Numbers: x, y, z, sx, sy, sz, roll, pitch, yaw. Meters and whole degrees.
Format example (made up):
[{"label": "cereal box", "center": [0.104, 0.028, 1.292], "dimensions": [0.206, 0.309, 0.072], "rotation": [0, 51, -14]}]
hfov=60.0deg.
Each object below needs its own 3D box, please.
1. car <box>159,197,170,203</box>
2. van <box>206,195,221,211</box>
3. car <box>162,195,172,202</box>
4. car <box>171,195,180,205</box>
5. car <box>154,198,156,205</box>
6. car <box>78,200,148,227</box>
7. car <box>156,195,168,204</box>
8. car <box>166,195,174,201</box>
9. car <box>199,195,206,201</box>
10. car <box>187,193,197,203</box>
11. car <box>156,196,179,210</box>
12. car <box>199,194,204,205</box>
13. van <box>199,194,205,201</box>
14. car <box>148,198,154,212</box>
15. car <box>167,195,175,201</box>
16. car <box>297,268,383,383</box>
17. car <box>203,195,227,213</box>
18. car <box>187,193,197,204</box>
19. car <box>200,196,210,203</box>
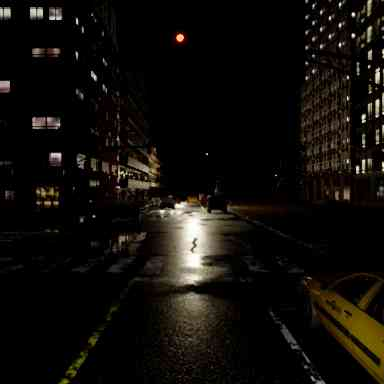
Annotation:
[{"label": "car", "center": [-5.696, 1.638, 69.509], "dimensions": [1.802, 1.307, 4.206], "rotation": [0, 0, 0]}, {"label": "van", "center": [2.684, 1.357, 41.875], "dimensions": [1.690, 1.788, 3.998], "rotation": [0, 0, 0]}, {"label": "car", "center": [-5.697, 1.505, 75.035], "dimensions": [1.967, 1.590, 4.097], "rotation": [0, 0, 0]}, {"label": "car", "center": [-3.079, 1.565, 59.516], "dimensions": [1.812, 1.442, 4.674], "rotation": [0, 0, 0]}, {"label": "car", "center": [-5.695, 1.580, 52.928], "dimensions": [2.008, 1.369, 4.403], "rotation": [0, 0, 0]}, {"label": "car", "center": [-5.739, 1.540, 23.581], "dimensions": [2.128, 1.511, 4.902], "rotation": [0, 1, 35]}, {"label": "car", "center": [-5.697, 1.487, 63.982], "dimensions": [1.967, 1.590, 4.097], "rotation": [0, 0, 0]}, {"label": "car", "center": [-5.697, 1.611, 85.918], "dimensions": [1.752, 1.417, 4.829], "rotation": [0, 0, 0]}, {"label": "car", "center": [2.684, 1.612, 86.258], "dimensions": [1.752, 1.417, 4.829], "rotation": [0, 0, 0]}, {"label": "car", "center": [0.000, 1.291, 75.839], "dimensions": [2.150, 2.045, 5.566], "rotation": [0, 0, 0]}, {"label": "car", "center": [-3.100, 1.565, 43.310], "dimensions": [2.033, 1.411, 5.357], "rotation": [0, 0, 0]}, {"label": "car", "center": [2.683, 1.353, 58.455], "dimensions": [2.192, 1.841, 5.009], "rotation": [0, 0, 0]}, {"label": "van", "center": [2.682, 1.439, 91.614], "dimensions": [1.690, 1.788, 3.998], "rotation": [0, 0, 0]}, {"label": "car", "center": [-5.694, 1.562, 36.348], "dimensions": [2.008, 1.369, 4.403], "rotation": [0, 0, 0]}, {"label": "car", "center": [-5.697, 1.642, 91.614], "dimensions": [1.887, 1.381, 4.507], "rotation": [0, 0, 0]}, {"label": "car", "center": [2.687, 1.525, 4.106], "dimensions": [1.752, 1.417, 4.829], "rotation": [0, 0, 0]}, {"label": "car", "center": [2.684, 1.326, 36.349], "dimensions": [2.192, 1.841, 5.009], "rotation": [0, 0, 0]}, {"label": "car", "center": [0.098, 1.527, 65.363], "dimensions": [1.882, 1.535, 5.008], "rotation": [0, 0, 0]}, {"label": "car", "center": [2.684, 1.600, 69.509], "dimensions": [1.887, 1.381, 4.507], "rotation": [0, 0, 0]}]
